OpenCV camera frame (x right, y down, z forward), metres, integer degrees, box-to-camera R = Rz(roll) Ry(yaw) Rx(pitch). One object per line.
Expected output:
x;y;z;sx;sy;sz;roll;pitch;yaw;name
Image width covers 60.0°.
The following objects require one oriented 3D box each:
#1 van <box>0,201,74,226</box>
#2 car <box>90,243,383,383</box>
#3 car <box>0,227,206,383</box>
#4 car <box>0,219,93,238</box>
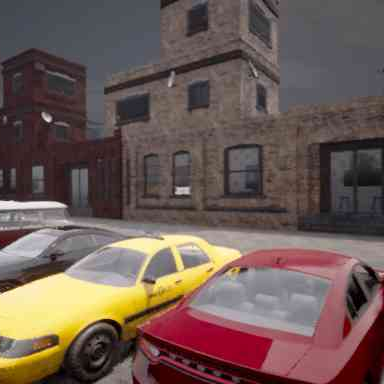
-5.271;1.296;9.272;1.878;1.987;4.442;0;0;36;van
1.442;1.485;4.322;2.097;1.535;5.008;0;0;36;car
-0.924;1.495;5.792;1.946;1.575;5.366;0;0;36;car
-3.075;1.550;7.561;2.002;1.452;4.674;0;0;36;car
